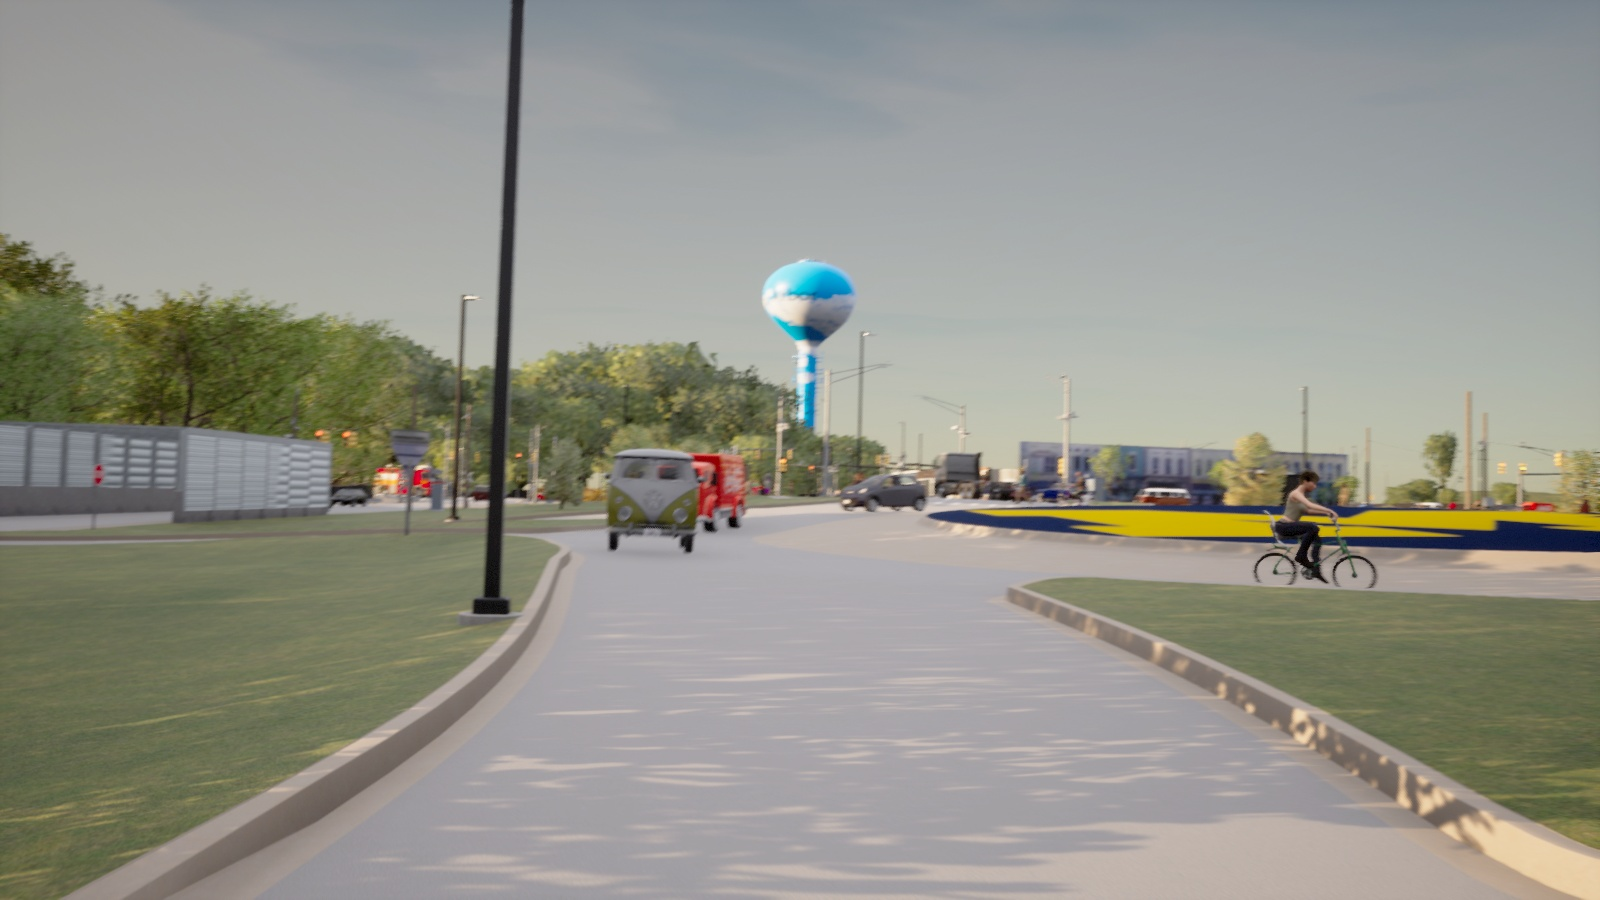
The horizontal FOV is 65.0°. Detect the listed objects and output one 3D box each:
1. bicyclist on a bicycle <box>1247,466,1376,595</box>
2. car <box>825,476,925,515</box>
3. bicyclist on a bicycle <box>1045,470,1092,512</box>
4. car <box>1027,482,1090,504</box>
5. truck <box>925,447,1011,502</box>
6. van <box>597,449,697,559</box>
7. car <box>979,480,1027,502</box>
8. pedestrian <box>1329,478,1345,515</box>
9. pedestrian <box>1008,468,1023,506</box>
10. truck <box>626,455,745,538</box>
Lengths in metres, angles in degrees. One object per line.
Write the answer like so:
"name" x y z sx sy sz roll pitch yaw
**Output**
"bicyclist on a bicycle" 6.686 1.043 16.413 1.509 1.612 0.866 0 -5 25
"car" 3.028 1.813 50.510 3.633 1.501 1.845 1 -2 -37
"bicyclist on a bicycle" 11.655 1.791 54.503 1.843 1.776 0.659 0 -3 -7
"car" 16.276 2.709 79.295 1.895 1.301 4.718 2 -2 -16
"truck" 11.355 1.768 85.803 2.891 3.462 7.936 2 -3 -15
"van" -3.123 1.087 25.443 1.775 1.987 4.442 2 -3 -8
"car" 14.129 2.870 87.546 1.970 1.475 3.806 2 -3 -13
"pedestrian" 28.707 2.477 67.163 0.692 1.930 0.396 2 -4 -16
"pedestrian" 10.873 1.876 63.390 0.692 1.930 0.396 0 -4 19
"truck" -3.588 1.437 40.533 2.627 2.467 5.204 0 -1 9
